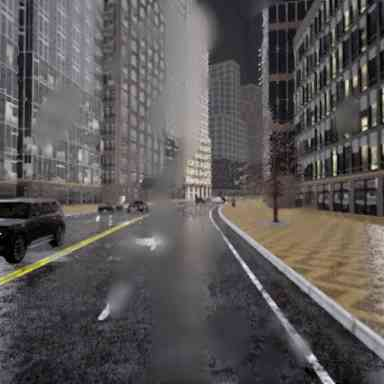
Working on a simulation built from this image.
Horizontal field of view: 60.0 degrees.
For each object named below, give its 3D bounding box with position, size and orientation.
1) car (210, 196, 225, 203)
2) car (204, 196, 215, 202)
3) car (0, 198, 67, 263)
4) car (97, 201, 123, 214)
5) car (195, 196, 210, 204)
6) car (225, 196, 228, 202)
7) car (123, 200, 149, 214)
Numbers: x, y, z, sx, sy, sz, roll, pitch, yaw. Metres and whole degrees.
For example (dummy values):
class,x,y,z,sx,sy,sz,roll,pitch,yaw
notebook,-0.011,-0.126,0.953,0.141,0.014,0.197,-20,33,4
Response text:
class,x,y,z,sx,sy,sz,roll,pitch,yaw
car,5.360,1.750,72.727,1.812,1.442,4.674,0,0,13
car,4.428,1.785,82.574,1.895,1.301,4.718,0,0,16
car,-6.577,1.263,12.416,2.150,2.045,5.566,0,0,0
car,-9.304,1.736,38.314,1.895,1.301,4.718,0,0,3
car,1.988,1.730,72.521,1.837,1.490,4.892,0,0,13
car,7.781,1.705,82.532,1.837,1.490,4.892,0,0,16
car,-6.079,1.662,37.786,1.812,1.442,4.674,0,0,3
